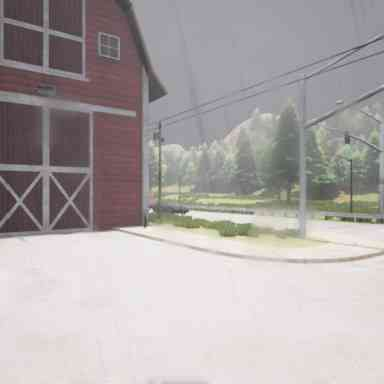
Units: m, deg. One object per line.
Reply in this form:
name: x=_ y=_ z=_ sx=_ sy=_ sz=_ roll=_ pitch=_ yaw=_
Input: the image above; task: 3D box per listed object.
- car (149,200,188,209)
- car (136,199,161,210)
car: x=-2.430 y=1.796 z=37.238 sx=2.033 sy=1.411 sz=5.357 roll=0 pitch=0 yaw=-34
car: x=-6.523 y=1.850 z=49.614 sx=1.812 sy=1.442 sz=4.674 roll=0 pitch=0 yaw=-34
